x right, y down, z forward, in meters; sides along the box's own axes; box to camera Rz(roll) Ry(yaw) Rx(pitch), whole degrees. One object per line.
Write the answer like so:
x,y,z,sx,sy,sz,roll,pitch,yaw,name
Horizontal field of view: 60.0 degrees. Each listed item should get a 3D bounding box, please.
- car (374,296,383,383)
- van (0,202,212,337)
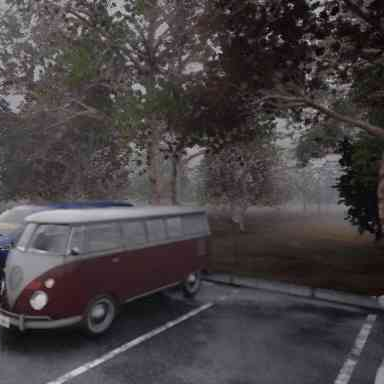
3.163,1.514,3.506,2.002,1.452,4.674,-1,0,36,car
-1.439,1.300,6.649,1.878,1.987,4.442,-1,0,36,van
